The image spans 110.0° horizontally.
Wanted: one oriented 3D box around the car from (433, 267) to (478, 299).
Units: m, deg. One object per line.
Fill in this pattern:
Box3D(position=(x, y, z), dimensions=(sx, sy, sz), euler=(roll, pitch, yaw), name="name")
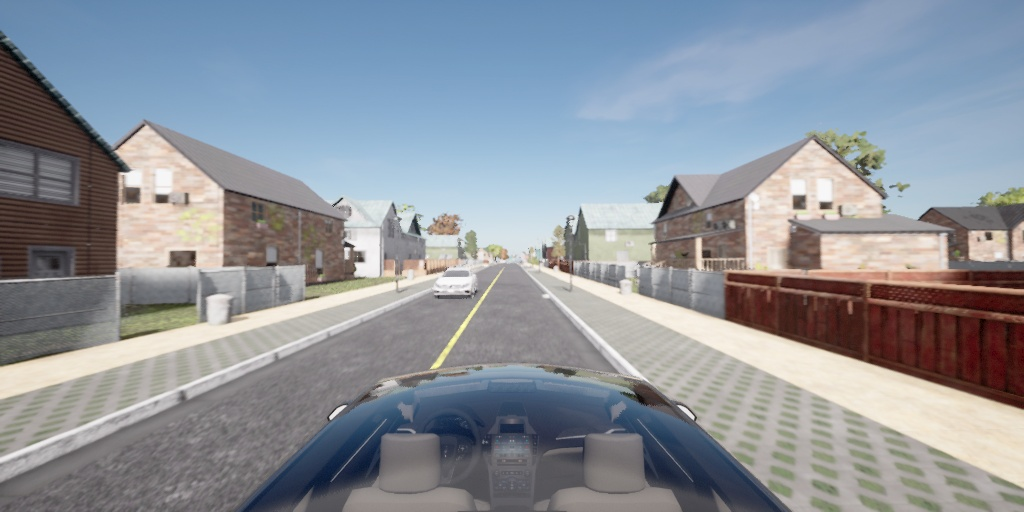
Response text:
Box3D(position=(-2.791, 1.322, 18.627), dimensions=(1.812, 1.442, 4.674), euler=(0, 0, 0), name="car")
